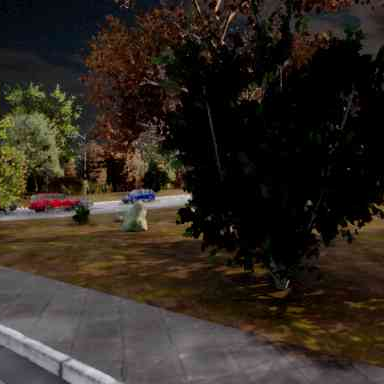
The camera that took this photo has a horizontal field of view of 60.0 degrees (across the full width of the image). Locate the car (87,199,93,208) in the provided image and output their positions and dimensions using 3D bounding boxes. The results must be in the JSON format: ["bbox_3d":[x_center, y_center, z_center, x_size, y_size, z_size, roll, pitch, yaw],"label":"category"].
[{"bbox_3d":[-14.742,1.385,42.386,1.994,1.385,4.181,0,2,38],"label":"car"}]

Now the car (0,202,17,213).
[{"bbox_3d":[-21.005,1.533,34.658,2.128,1.511,4.902,0,1,39],"label":"car"}]

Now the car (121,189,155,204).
[{"bbox_3d":[-8.092,0.627,50.555,2.150,2.045,5.566,0,3,40],"label":"car"}]

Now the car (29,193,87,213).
[{"bbox_3d":[-14.813,1.156,36.357,2.150,2.045,5.566,0,1,39],"label":"car"}]
